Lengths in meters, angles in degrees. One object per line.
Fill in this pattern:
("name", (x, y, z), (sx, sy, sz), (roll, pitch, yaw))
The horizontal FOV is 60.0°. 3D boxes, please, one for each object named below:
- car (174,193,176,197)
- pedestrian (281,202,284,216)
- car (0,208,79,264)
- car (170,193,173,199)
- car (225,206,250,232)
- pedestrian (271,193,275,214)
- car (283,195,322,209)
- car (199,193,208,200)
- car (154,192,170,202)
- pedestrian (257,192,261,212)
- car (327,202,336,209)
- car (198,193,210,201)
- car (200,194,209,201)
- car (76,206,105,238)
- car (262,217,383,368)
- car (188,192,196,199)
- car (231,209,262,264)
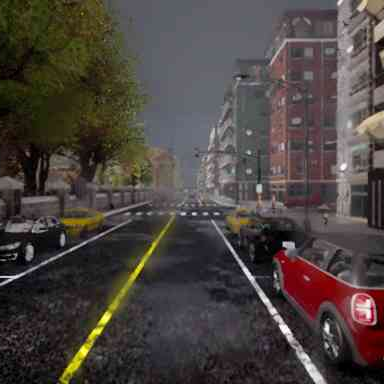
("car", (-5.773, 1.006, 88.208), (1.802, 1.307, 4.206), (0, 0, 0))
("pedestrian", (8.108, 1.444, 29.768), (0.375, 1.300, 0.375), (0, 1, 0))
("car", (-5.702, 1.468, 11.337), (2.008, 1.369, 4.403), (0, 0, 0))
("car", (-5.758, 0.964, 71.602), (1.967, 1.590, 4.097), (0, 0, 0))
("car", (2.672, 1.403, 17.146), (1.752, 1.417, 4.829), (0, 0, 0))
("pedestrian", (7.109, 1.013, 29.163), (0.375, 1.860, 0.375), (0, 1, 0))
("car", (14.575, 1.286, 43.979), (5.009, 1.841, 2.192), (1, 0, 0))
("car", (2.618, 1.041, 77.147), (2.008, 1.369, 4.403), (0, 0, 0))
("car", (-5.749, 0.906, 60.531), (2.192, 1.841, 5.009), (0, 0, 0))
("pedestrian", (6.107, 0.932, 30.361), (0.375, 1.860, 0.375), (0, 1, 0))
("car", (20.266, 1.618, 44.001), (4.507, 1.381, 1.887), (1, 0, 0))
("car", (2.627, 1.081, 66.246), (1.752, 1.417, 4.829), (0, 0, 0))
("car", (2.623, 1.068, 71.611), (1.887, 1.381, 4.507), (0, 0, 0))
("car", (-5.707, 1.405, 16.797), (1.752, 1.417, 4.829), (0, 0, 0))
("car", (2.683, 1.398, 5.714), (1.967, 1.590, 4.097), (0, 0, 0))
("car", (-0.076, 0.982, 86.263), (1.994, 1.385, 4.181), (0, 0, 0))
("car", (2.678, 1.483, 11.345), (1.947, 1.339, 4.313), (0, 0, 0))
